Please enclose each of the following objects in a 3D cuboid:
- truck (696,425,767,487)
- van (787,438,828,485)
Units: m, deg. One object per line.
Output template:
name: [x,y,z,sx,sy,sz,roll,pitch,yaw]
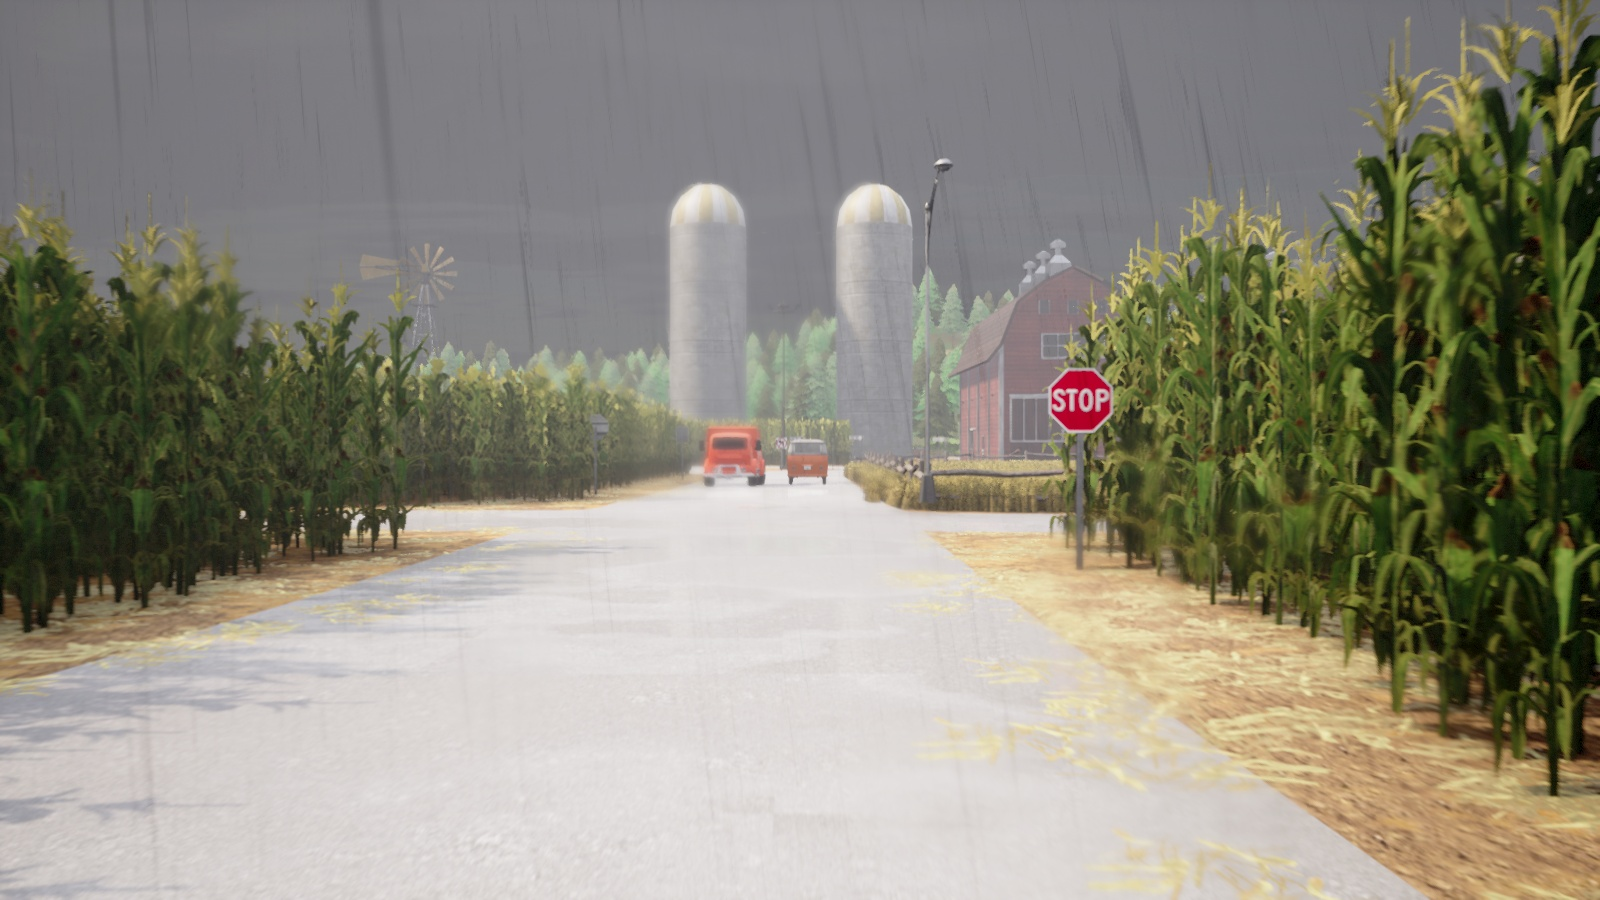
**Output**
truck: [-2.788,0.240,52.188,2.627,2.467,5.204,0,0,0]
van: [0.332,0.485,55.868,1.775,1.987,4.442,0,0,0]
